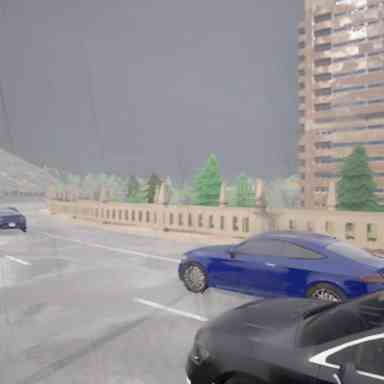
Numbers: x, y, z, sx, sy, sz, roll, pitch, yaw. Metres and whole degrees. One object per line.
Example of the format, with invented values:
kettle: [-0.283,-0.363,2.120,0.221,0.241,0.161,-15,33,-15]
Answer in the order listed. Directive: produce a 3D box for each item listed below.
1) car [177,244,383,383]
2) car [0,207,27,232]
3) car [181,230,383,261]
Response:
car: [2.184,1.521,2.570,4.892,1.490,1.837,0,0,36]
car: [-11.148,1.592,19.587,1.812,1.442,4.674,0,0,-41]
car: [1.821,1.561,7.183,4.674,1.442,1.812,0,0,38]
